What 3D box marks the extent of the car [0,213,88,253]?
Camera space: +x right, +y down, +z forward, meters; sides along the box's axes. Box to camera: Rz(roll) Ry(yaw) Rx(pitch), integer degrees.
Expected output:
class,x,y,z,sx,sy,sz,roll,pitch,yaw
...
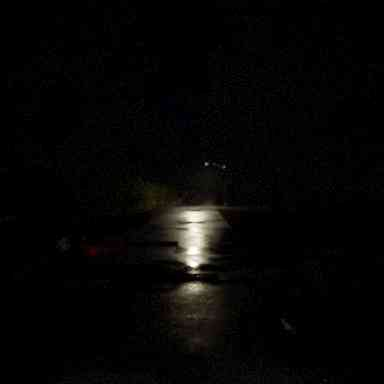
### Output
class,x,y,z,sx,sy,sz,roll,pitch,yaw
car,-6.694,1.593,13.017,5.008,1.535,1.882,1,2,-28
